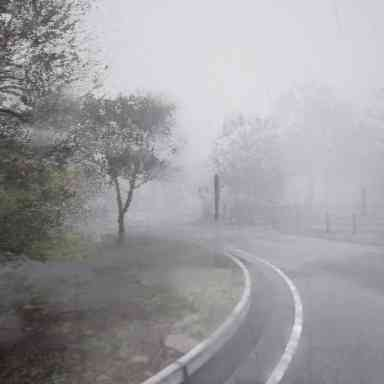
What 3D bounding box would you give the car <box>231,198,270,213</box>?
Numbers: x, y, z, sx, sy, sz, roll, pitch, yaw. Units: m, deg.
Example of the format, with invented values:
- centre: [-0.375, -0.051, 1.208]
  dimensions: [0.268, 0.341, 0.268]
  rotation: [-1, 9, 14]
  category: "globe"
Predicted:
- centre: [7.049, 1.620, 40.150]
  dimensions: [4.553, 1.767, 2.097]
  rotation: [-1, 0, -3]
  category: "car"
